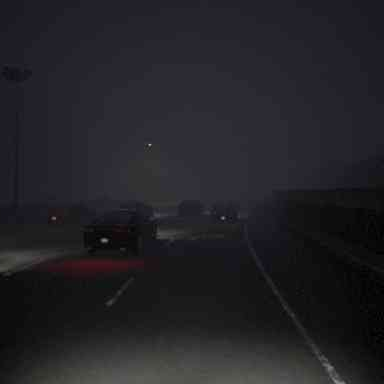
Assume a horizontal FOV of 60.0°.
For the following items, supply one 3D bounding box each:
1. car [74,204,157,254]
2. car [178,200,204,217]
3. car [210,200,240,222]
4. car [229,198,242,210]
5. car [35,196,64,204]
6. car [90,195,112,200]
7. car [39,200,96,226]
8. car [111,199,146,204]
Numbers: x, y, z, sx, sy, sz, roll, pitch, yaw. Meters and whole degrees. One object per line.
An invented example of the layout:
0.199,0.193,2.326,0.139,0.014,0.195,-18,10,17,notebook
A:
-2.706,1.467,13.587,1.882,1.535,5.008,0,0,5,car
-0.049,1.457,31.581,1.882,1.535,5.008,0,0,10,car
2.621,1.586,26.333,1.895,1.301,4.718,0,0,9,car
5.382,1.502,42.688,1.812,1.442,4.674,0,0,10,car
-19.221,1.309,45.048,2.097,1.767,4.553,0,0,10,car
-14.364,1.240,52.425,1.882,1.535,5.008,0,0,10,car
-8.455,1.505,23.527,1.812,1.442,4.674,0,0,9,car
-4.454,1.472,26.368,2.128,1.511,4.902,0,0,9,car
